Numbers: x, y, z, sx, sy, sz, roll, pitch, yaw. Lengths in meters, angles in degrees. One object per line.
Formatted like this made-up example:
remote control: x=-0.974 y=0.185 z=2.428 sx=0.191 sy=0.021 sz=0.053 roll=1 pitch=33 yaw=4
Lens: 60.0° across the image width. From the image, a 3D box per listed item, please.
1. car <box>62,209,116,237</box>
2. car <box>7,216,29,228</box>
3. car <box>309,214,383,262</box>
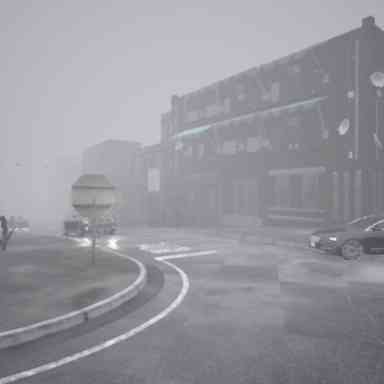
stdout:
car: x=-6.454 y=1.792 z=20.687 sx=2.097 sy=1.767 sz=4.553 roll=1 pitch=-6 yaw=-37
car: x=-21.630 y=3.718 z=41.138 sx=2.033 sy=1.411 sz=5.357 roll=1 pitch=-4 yaw=-36
car: x=6.702 y=1.538 z=11.722 sx=4.902 sy=1.511 sz=2.128 roll=-1 pitch=-1 yaw=-1
